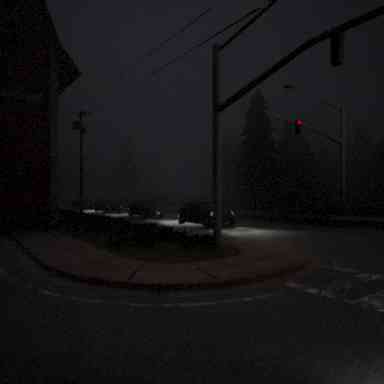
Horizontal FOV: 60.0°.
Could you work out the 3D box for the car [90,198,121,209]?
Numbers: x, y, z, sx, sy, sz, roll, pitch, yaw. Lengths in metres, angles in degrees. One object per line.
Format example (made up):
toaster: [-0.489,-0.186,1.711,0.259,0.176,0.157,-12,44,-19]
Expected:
car: [-9.682,1.563,38.247,1.882,1.535,5.008,0,0,-34]

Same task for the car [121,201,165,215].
car: [-4.245,1.558,30.312,2.128,1.511,4.902,0,0,-34]

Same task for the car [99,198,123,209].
car: [-11.702,1.624,47.722,1.812,1.442,4.674,0,0,-34]

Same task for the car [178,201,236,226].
car: [0.935,1.401,22.759,2.097,1.767,4.553,0,0,-34]

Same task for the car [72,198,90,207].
car: [-15.330,1.597,46.538,2.128,1.511,4.902,0,0,-34]
